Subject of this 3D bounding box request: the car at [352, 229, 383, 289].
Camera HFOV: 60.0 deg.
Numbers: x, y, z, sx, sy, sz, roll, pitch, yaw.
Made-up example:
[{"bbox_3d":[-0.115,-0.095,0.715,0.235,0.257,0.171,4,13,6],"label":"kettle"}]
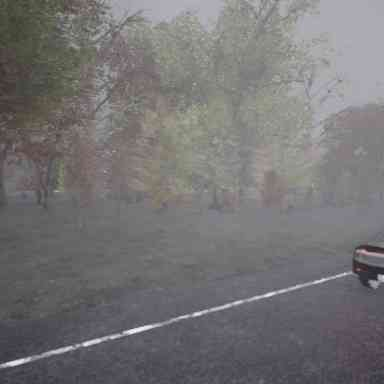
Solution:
[{"bbox_3d":[5.709,1.456,7.816,4.902,1.511,2.128,0,0,-35],"label":"car"}]
